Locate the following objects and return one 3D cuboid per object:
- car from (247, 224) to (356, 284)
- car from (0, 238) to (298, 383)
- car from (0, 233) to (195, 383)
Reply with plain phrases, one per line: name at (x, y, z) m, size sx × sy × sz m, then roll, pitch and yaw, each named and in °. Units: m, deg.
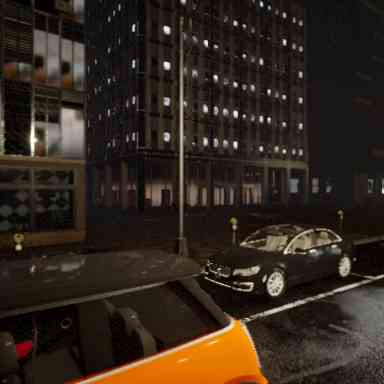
car at (2.320, 1.503, 8.205) m, size 4.403 × 1.369 × 2.008 m, roll -1°, pitch 1°, yaw -35°
car at (-1.632, 1.354, 2.207) m, size 4.553 × 1.767 × 2.097 m, roll 0°, pitch 0°, yaw -35°
car at (-2.273, 1.559, 4.928) m, size 4.313 × 1.339 × 1.947 m, roll -1°, pitch 1°, yaw -35°
